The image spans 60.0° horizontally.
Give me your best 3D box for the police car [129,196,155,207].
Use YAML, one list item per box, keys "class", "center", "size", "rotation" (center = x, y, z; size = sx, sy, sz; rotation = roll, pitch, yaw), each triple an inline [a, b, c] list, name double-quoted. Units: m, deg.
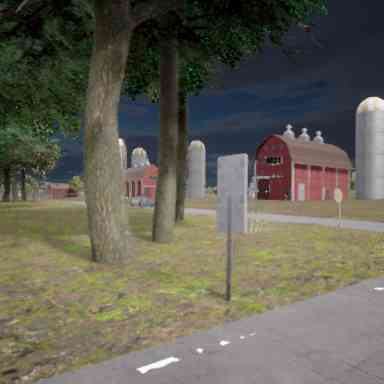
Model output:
- class: "police car"
  center: [-6.932, 1.339, 46.018]
  size: [2.038, 1.542, 4.974]
  rotation: [1, -1, -36]
